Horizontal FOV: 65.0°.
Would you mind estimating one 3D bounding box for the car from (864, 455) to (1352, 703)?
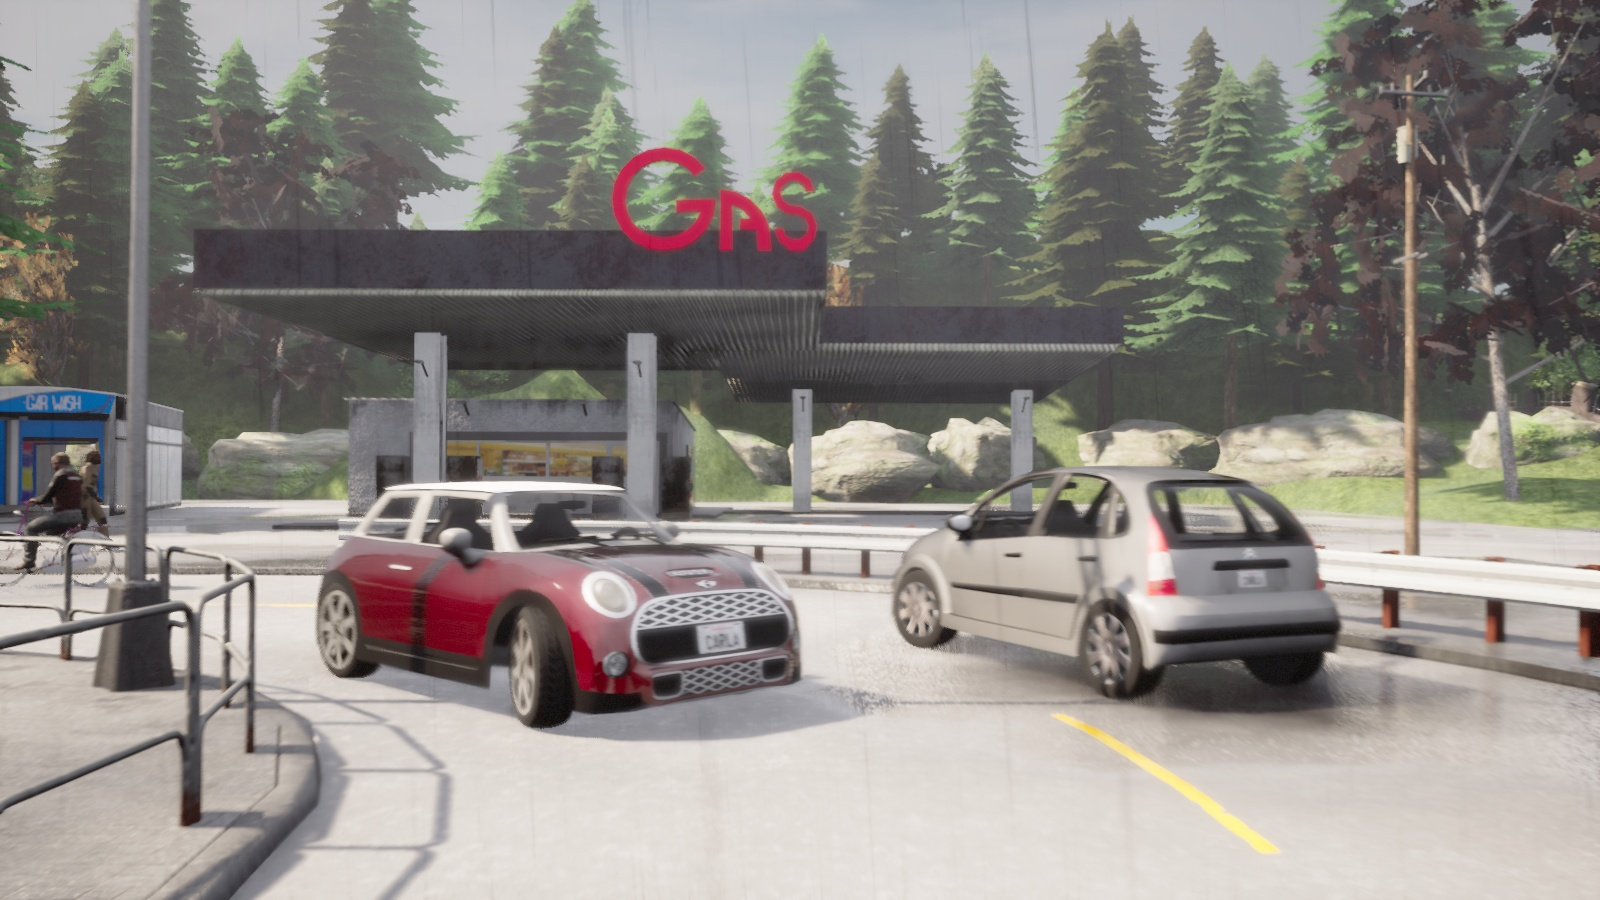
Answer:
[{"bbox_3d":[2.272,0.880,10.416,1.851,1.617,3.988,0,-1,-24],"label":"car"}]

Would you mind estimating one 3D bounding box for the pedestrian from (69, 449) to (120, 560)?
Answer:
[{"bbox_3d":[-12.435,0.946,22.139,0.692,1.930,0.396,0,-1,-12],"label":"pedestrian"}]

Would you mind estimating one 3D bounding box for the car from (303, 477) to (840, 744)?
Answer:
[{"bbox_3d":[-1.780,0.940,9.048,3.806,1.475,1.970,-1,-1,45],"label":"car"}]

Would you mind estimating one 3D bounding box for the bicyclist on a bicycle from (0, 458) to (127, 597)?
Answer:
[{"bbox_3d":[-9.917,1.001,16.452,1.843,1.776,0.659,0,-1,3],"label":"bicyclist on a bicycle"}]
